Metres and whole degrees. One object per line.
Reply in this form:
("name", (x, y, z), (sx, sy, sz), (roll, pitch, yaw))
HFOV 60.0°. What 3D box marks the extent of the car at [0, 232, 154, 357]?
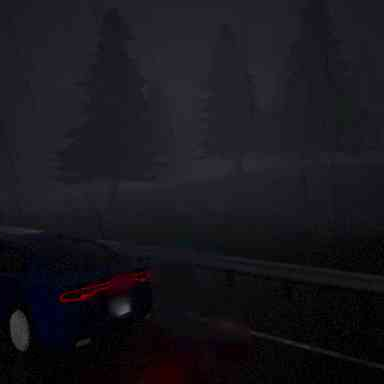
("car", (-2.939, 1.492, 6.160), (5.008, 1.535, 1.882), (0, 0, 37))
